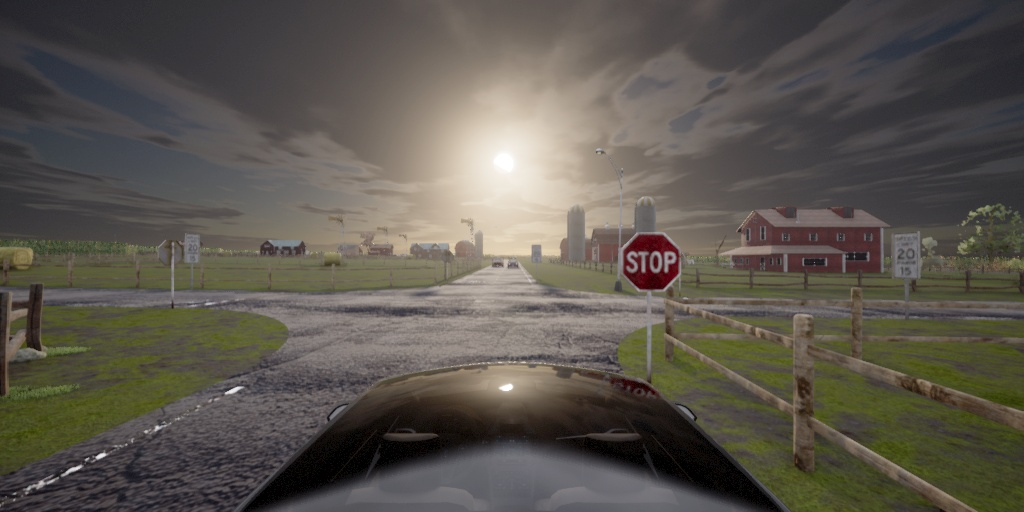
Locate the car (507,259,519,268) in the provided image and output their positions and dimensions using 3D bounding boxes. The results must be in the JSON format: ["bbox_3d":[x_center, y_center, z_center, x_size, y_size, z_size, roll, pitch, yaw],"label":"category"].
[{"bbox_3d":[0.169,1.353,61.570,1.895,1.301,4.718,0,0,0],"label":"car"}]
